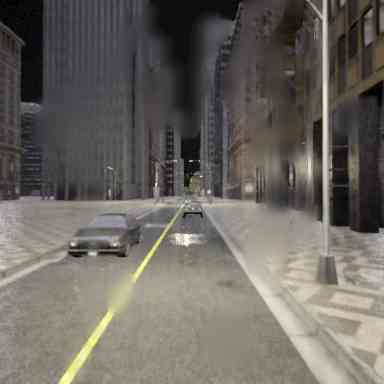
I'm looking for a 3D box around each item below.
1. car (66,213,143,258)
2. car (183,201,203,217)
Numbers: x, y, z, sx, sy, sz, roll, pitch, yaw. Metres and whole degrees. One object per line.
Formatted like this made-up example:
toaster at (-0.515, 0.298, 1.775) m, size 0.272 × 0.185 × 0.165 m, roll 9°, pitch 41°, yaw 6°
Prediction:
car at (-3.103, 1.550, 13.060) m, size 2.033 × 1.411 × 5.357 m, roll 0°, pitch 0°, yaw 0°
car at (0.093, 1.566, 31.545) m, size 2.033 × 1.411 × 5.357 m, roll 0°, pitch 0°, yaw 0°
